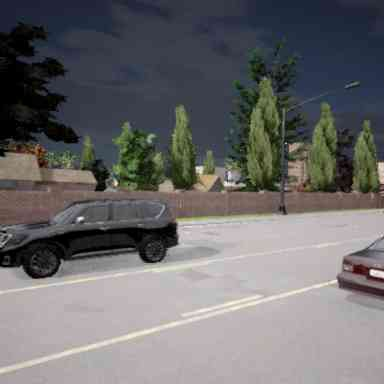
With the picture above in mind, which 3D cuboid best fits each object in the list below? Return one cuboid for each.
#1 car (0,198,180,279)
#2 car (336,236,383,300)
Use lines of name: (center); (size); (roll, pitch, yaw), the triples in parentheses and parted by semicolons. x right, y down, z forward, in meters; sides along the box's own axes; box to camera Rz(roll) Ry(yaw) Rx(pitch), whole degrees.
car: (-3.013, 1.238, 10.442); (5.566, 2.045, 2.150); (0, 0, -36)
car: (5.526, 1.589, 7.688); (5.357, 1.411, 2.033); (0, 0, -35)
